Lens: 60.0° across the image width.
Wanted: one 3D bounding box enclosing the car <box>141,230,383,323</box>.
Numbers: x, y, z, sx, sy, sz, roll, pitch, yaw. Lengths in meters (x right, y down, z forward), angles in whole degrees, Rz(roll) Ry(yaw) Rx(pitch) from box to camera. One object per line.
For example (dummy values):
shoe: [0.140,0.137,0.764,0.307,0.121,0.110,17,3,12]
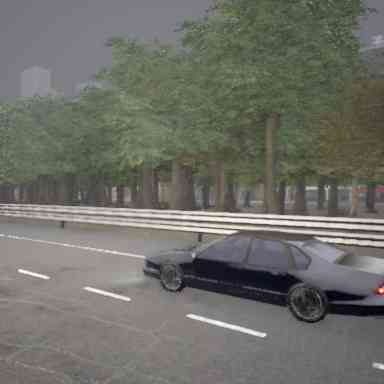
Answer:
car: [1.388,1.549,7.176,5.357,1.411,2.033,0,0,36]
